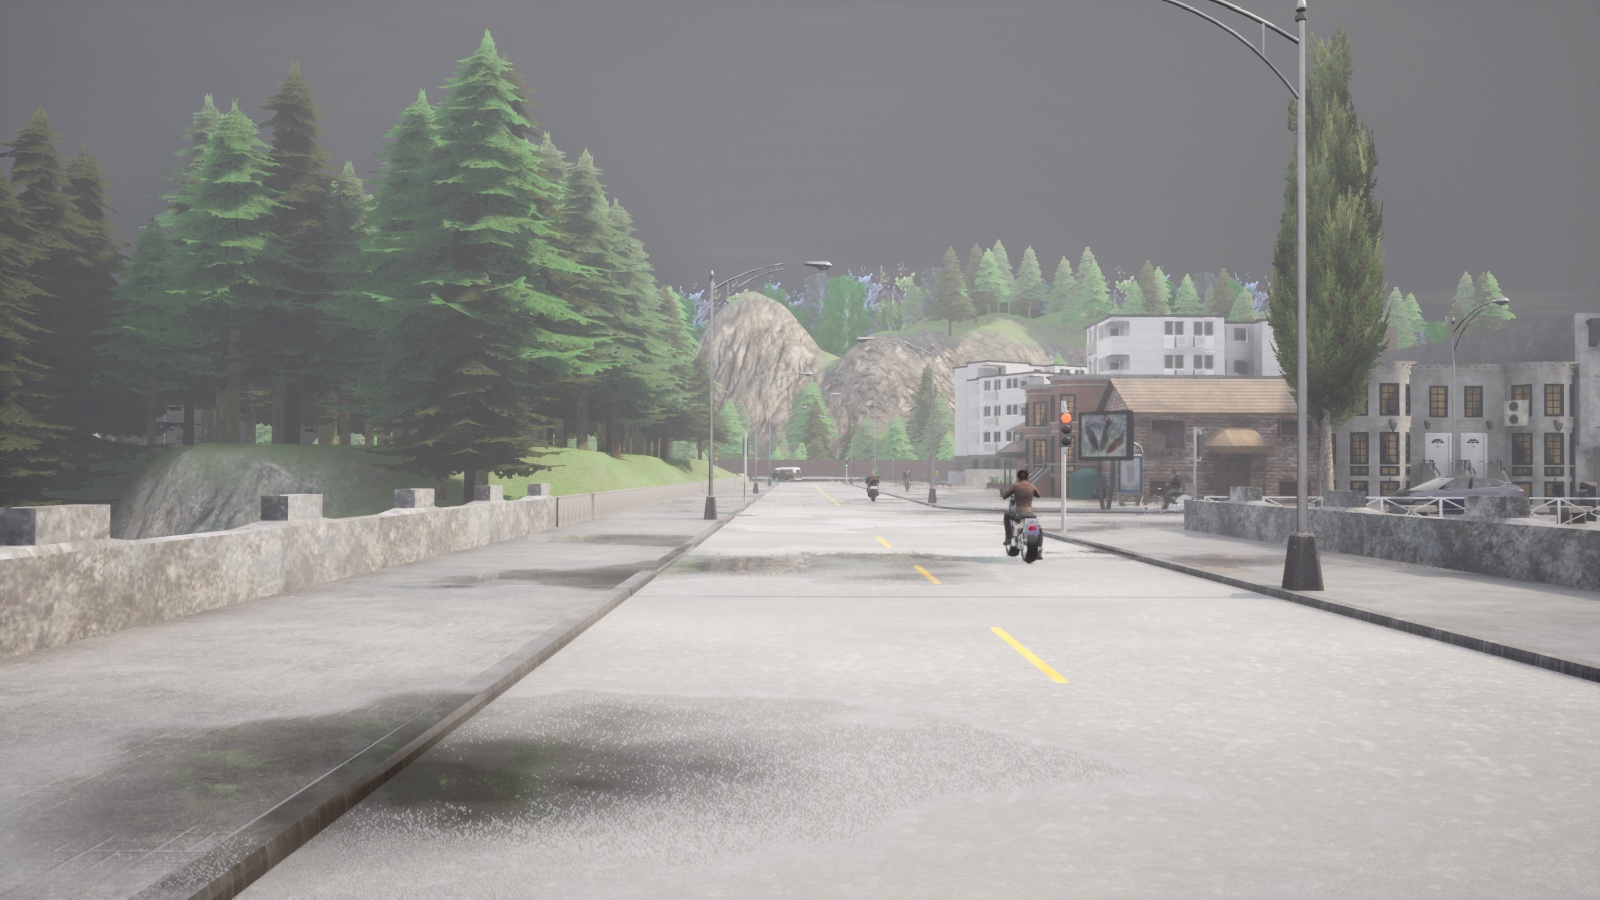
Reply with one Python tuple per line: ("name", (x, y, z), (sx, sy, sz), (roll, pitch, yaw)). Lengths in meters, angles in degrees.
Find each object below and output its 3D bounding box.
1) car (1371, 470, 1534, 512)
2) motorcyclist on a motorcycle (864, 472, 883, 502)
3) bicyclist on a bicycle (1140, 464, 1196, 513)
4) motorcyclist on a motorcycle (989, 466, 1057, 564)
("car", (23.725, 1.486, 45.769), (4.792, 1.488, 2.163), (0, -1, 0))
("motorcyclist on a motorcycle", (3.836, 1.941, 66.095), (0.866, 1.530, 2.191), (0, -1, 0))
("bicyclist on a bicycle", (13.385, 1.398, 45.739), (1.843, 1.776, 0.659), (0, -1, 0))
("motorcyclist on a motorcycle", (3.944, 1.124, 22.380), (0.766, 1.649, 2.350), (0, -1, 0))
